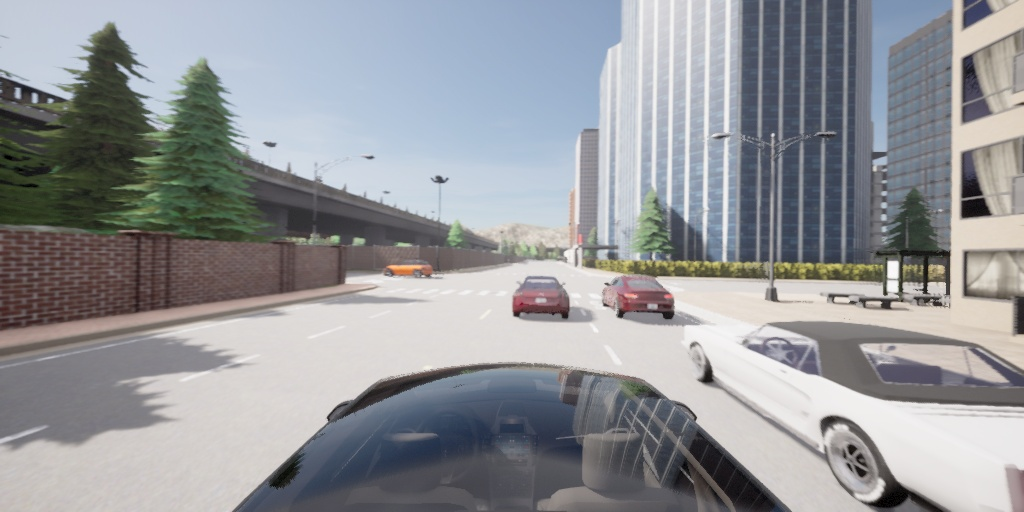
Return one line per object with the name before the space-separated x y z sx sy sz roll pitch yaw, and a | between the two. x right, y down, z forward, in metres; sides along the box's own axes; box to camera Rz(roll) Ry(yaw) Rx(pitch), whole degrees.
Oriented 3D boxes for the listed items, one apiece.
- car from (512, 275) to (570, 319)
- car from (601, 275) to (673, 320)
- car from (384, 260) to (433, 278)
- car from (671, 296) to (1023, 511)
car | 1.077 1.407 13.494 1.994 1.385 4.181 1 0 5
car | 4.575 1.431 13.499 1.812 1.442 4.674 1 0 5
car | -10.012 1.180 34.522 4.553 1.767 2.097 0 0 16
car | 3.855 1.436 4.344 1.895 1.301 4.718 1 0 3
